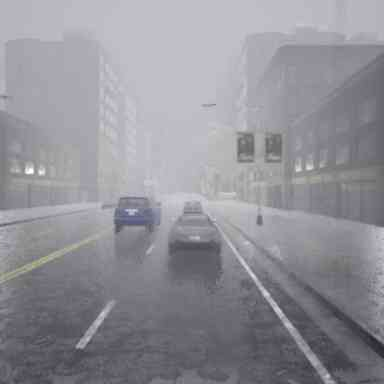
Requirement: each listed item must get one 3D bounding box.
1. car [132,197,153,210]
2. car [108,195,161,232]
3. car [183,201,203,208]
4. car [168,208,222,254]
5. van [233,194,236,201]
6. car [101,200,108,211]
[{"bbox_3d":[-6.565,1.471,44.670,2.128,1.511,4.902,0,0,0],"label":"car"},{"bbox_3d":[-3.143,1.211,20.019,2.150,2.045,5.566,0,0,0],"label":"car"},{"bbox_3d":[0.111,1.531,31.658,2.033,1.411,5.357,0,0,0],"label":"car"},{"bbox_3d":[0.106,1.557,13.537,1.994,1.385,4.181,0,0,0],"label":"car"},{"bbox_3d":[12.194,1.377,84.068,3.998,1.788,1.690,0,0,1],"label":"van"},{"bbox_3d":[-9.828,1.528,41.558,2.033,1.411,5.357,0,0,0],"label":"car"}]
